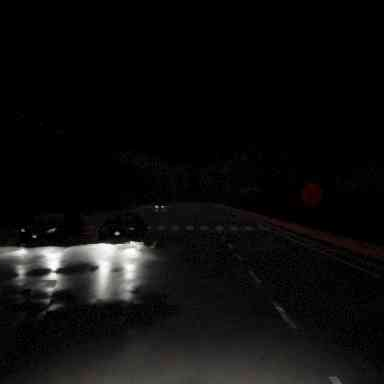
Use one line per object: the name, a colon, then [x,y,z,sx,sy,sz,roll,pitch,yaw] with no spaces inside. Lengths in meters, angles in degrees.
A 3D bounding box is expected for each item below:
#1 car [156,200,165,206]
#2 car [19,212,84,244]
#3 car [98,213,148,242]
car: [-7.340,2.561,77.788,1.837,1.490,4.892,0,-1,-1]
car: [-7.053,1.762,17.238,1.812,1.442,4.674,0,-1,0]
car: [-3.550,1.808,17.742,1.994,1.385,4.181,0,-1,0]
